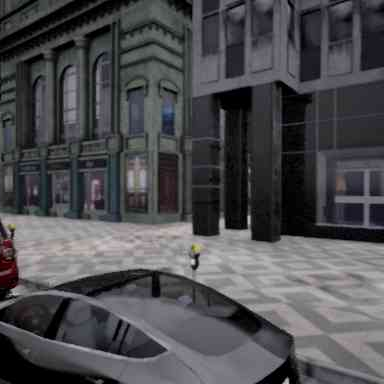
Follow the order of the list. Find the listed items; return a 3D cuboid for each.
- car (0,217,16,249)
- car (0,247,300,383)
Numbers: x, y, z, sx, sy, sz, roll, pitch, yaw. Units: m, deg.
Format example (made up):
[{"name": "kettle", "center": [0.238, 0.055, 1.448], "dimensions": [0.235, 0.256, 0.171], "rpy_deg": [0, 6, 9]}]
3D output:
[{"name": "car", "center": [-5.613, 1.299, 6.966], "dimensions": [5.009, 1.841, 2.192], "rpy_deg": [0, 0, 36]}, {"name": "car", "center": [-1.025, 1.561, 3.693], "dimensions": [4.313, 1.339, 1.947], "rpy_deg": [0, 0, 36]}]
